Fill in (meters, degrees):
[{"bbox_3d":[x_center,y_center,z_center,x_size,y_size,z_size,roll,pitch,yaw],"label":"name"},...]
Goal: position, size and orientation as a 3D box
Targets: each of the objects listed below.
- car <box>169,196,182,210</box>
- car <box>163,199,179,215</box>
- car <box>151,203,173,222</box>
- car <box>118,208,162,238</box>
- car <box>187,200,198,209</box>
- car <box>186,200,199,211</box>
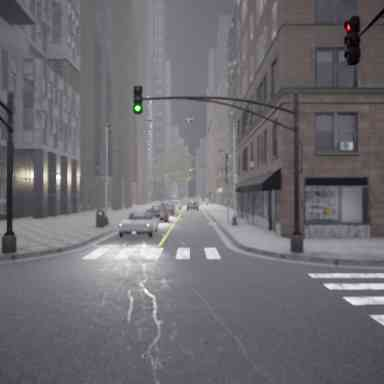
[{"bbox_3d":[-2.909,1.707,55.321,2.150,2.045,5.566,0,-1,0],"label":"car"},{"bbox_3d":[-3.025,1.985,40.144,2.128,1.511,4.902,0,-1,0],"label":"car"},{"bbox_3d":[-3.052,1.933,29.682,1.994,1.385,4.181,0,-1,0],"label":"car"},{"bbox_3d":[-3.057,1.848,19.673,1.895,1.301,4.718,0,-1,0],"label":"car"},{"bbox_3d":[0.101,2.268,61.172,1.812,1.442,4.674,0,-1,0],"label":"car"},{"bbox_3d":[0.084,2.112,50.751,2.128,1.511,4.902,0,-1,0],"label":"car"}]
